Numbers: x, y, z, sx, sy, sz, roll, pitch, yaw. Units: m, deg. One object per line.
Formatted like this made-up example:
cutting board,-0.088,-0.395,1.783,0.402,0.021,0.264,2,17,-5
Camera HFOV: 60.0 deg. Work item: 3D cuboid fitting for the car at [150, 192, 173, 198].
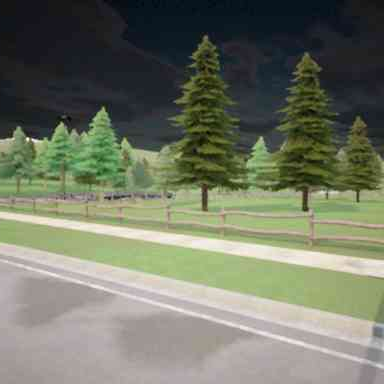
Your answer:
car,-5.935,0.717,69.695,1.837,1.490,4.892,1,1,35

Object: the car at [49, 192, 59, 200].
car,-24.245,0.671,61.952,2.128,1.511,4.902,1,1,36

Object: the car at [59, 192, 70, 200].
car,-20.997,0.720,60.532,2.128,1.511,4.902,1,1,36

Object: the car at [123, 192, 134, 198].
car,-12.278,0.700,72.846,1.994,1.385,4.181,1,1,35

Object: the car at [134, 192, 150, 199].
car,-9.252,0.731,71.064,2.033,1.411,5.357,1,1,35

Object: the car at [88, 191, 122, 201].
car,-14.840,0.684,57.155,2.097,1.767,4.553,1,1,35

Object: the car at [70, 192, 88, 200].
car,-18.302,0.882,58.311,1.895,1.301,4.718,1,1,35
